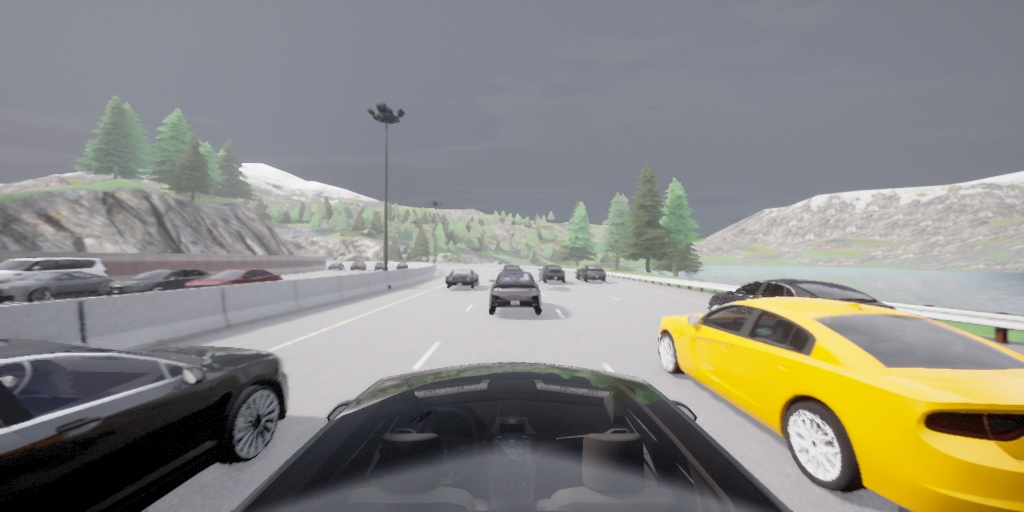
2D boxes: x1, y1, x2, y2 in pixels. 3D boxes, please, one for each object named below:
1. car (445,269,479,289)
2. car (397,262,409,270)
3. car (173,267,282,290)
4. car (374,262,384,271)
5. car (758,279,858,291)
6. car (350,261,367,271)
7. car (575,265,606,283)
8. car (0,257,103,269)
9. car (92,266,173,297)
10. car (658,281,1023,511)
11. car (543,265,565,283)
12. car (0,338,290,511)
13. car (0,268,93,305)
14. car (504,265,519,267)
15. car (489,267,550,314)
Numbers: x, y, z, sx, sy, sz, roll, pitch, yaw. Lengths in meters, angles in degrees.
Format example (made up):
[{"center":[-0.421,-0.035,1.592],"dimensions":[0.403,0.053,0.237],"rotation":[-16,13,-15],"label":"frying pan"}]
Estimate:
[{"center":[-3.408,1.565,25.388],"dimensions":[1.895,1.301,4.718],"rotation":[0,-1,-1],"label":"car"},{"center":[-18.964,1.827,62.383],"dimensions":[2.033,1.411,5.357],"rotation":[0,-1,-15],"label":"car"},{"center":[-14.100,1.357,18.513],"dimensions":[1.882,1.535,5.008],"rotation":[0,-1,0],"label":"car"},{"center":[-22.241,1.761,60.963],"dimensions":[1.837,1.490,4.892],"rotation":[1,-1,-14],"label":"car"},{"center":[7.103,1.343,9.408],"dimensions":[1.837,1.490,4.892],"rotation":[0,0,0],"label":"car"},{"center":[-25.591,1.604,59.969],"dimensions":[2.097,1.767,4.553],"rotation":[0,-1,-14],"label":"car"},{"center":[6.906,1.538,31.930],"dimensions":[2.128,1.511,4.902],"rotation":[0,0,-2],"label":"car"},{"center":[-24.589,1.081,18.541],"dimensions":[2.150,2.045,5.566],"rotation":[0,-1,0],"label":"car"},{"center":[-17.599,1.377,18.349],"dimensions":[1.837,1.490,4.892],"rotation":[0,-1,0],"label":"car"},{"center":[3.591,1.261,4.588],"dimensions":[1.882,1.535,5.008],"rotation":[0,0,0],"label":"car"},{"center":[3.434,1.540,31.349],"dimensions":[1.837,1.490,4.892],"rotation":[0,0,-2],"label":"car"},{"center":[-3.418,1.239,2.073],"dimensions":[2.128,1.511,4.902],"rotation":[0,0,0],"label":"car"},{"center":[-21.099,1.411,16.569],"dimensions":[1.994,1.385,4.181],"rotation":[0,-1,0],"label":"car"},{"center":[-0.065,1.532,31.298],"dimensions":[1.837,1.490,4.892],"rotation":[0,0,-2],"label":"car"},{"center":[0.113,1.360,14.312],"dimensions":[2.128,1.511,4.902],"rotation":[0,0,0],"label":"car"}]
